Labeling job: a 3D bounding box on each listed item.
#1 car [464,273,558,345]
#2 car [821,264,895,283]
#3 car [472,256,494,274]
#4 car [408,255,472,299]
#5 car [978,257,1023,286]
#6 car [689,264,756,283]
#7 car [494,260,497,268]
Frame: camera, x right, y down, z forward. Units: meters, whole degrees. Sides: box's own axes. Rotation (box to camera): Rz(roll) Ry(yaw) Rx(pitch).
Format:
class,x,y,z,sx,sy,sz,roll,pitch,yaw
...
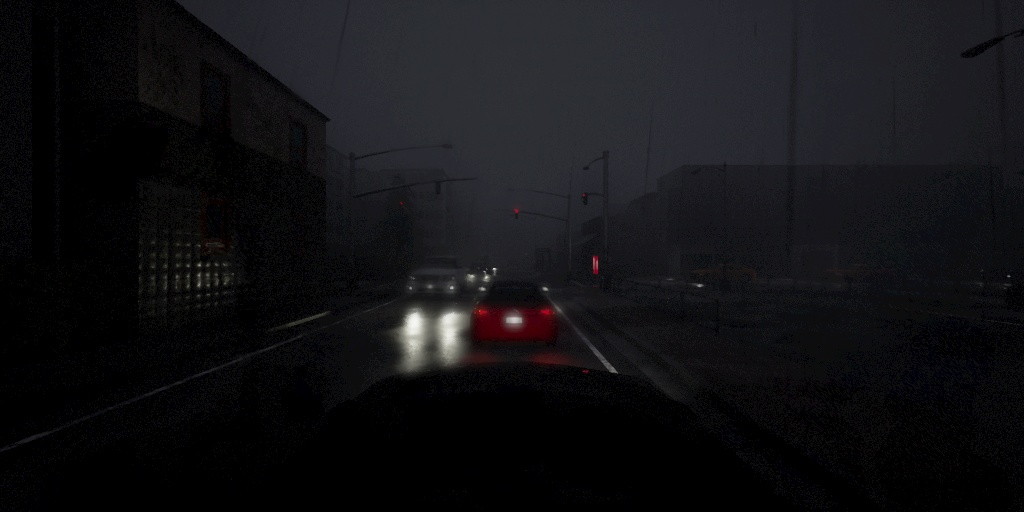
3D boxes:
class,x,y,z,sx,sy,sz,roll,pitch,yaw
car,0.064,1.314,9.508,1.994,1.385,4.181,0,0,0
car,28.458,1.404,29.604,5.008,1.535,1.882,0,0,0
car,-3.618,0.971,41.878,2.150,2.045,5.566,0,0,1
car,-3.586,0.965,18.358,2.150,2.045,5.566,0,0,-1
car,42.320,1.141,29.576,5.566,2.045,2.150,-1,0,2
car,17.302,1.404,29.582,5.008,1.535,1.882,0,0,0
car,-3.566,1.275,59.474,1.812,1.442,4.674,0,0,0
